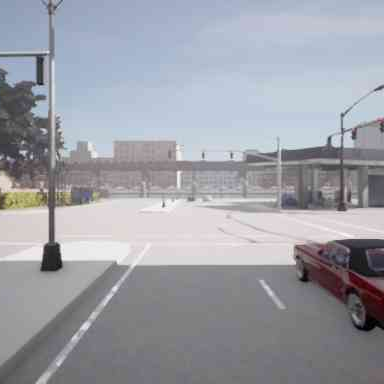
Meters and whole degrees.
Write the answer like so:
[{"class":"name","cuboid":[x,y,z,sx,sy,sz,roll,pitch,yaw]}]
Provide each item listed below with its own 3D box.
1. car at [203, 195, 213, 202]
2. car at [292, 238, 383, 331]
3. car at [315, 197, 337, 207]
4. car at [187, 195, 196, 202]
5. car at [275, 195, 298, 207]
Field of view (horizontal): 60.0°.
[{"class":"car","cuboid":[3.359,1.400,71.008,1.812,1.442,4.674,0,0,0]},{"class":"car","cuboid":[3.568,1.590,6.775,1.895,1.301,4.718,0,0,0]},{"class":"car","cuboid":[18.860,1.380,47.125,1.970,1.475,3.806,0,0,0]},{"class":"car","cuboid":[-0.141,1.417,71.001,2.033,1.411,5.357,0,0,0]},{"class":"car","cuboid":[13.117,1.220,46.351,2.242,1.667,4.611,0,0,0]}]
